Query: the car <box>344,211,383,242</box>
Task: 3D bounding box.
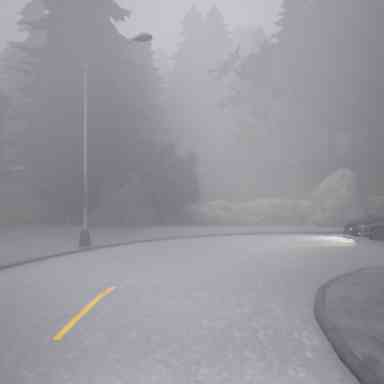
[{"bbox_3d":[9.862,1.647,16.539,4.181,1.385,1.994,0,0,-2],"label":"car"}]
